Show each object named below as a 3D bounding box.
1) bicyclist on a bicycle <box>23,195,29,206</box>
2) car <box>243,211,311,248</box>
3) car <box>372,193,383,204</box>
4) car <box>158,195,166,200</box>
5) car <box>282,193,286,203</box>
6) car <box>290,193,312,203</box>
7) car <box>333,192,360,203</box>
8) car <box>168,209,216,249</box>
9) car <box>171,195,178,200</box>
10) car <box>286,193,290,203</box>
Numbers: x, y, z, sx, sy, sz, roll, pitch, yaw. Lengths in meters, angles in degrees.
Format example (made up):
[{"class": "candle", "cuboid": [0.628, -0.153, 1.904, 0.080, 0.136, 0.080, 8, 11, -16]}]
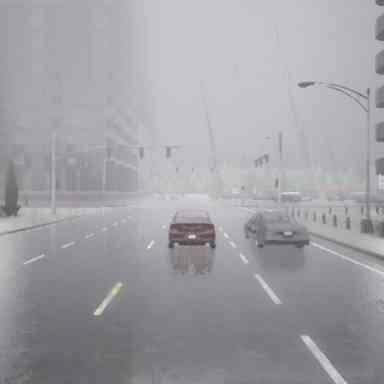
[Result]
[{"class": "bicyclist on a bicycle", "cuboid": [-26.005, 1.354, 52.107, 0.582, 1.620, 1.656, 0, 0, -1]}, {"class": "car", "cuboid": [3.500, 1.562, 14.650, 2.033, 1.411, 5.357, 0, 0, 0]}, {"class": "car", "cuboid": [39.415, 1.450, 67.527, 3.806, 1.475, 1.970, 0, 0, 0]}, {"class": "car", "cuboid": [-8.238, 1.508, 91.151, 2.128, 1.511, 4.902, 0, 0, -1]}, {"class": "car", "cuboid": [24.202, 1.208, 78.790, 4.605, 1.855, 1.932, 0, 0, 0]}, {"class": "car", "cuboid": [24.282, 1.450, 73.212, 3.806, 1.475, 1.970, 0, 0, 0]}, {"class": "car", "cuboid": [39.232, 1.208, 84.424, 4.605, 1.855, 1.932, 0, 0, 0]}, {"class": "car", "cuboid": [0.000, 1.484, 14.650, 1.882, 1.535, 5.008, 0, 0, 0]}, {"class": "car", "cuboid": [-4.738, 1.461, 91.195, 1.882, 1.535, 5.008, 0, 0, -1]}, {"class": "car", "cuboid": [24.267, 1.418, 76.107, 3.905, 1.438, 1.784, 0, 0, 0]}]
